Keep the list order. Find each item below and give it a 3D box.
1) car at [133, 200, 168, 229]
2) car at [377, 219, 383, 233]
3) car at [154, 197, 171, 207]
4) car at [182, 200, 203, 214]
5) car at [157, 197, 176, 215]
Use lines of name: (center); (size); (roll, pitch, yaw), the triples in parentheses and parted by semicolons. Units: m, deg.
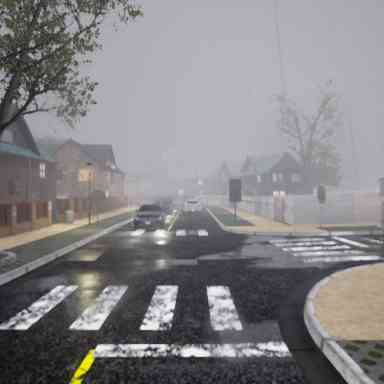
car: (-2.663, 1.510, 21.448); (1.812, 1.442, 4.674); (0, 0, -3)
car: (10.448, 1.235, 14.135); (4.674, 1.442, 1.812); (-1, 0, 0)
car: (-4.841, 1.564, 53.922); (1.812, 1.442, 4.674); (0, 0, -16)
car: (0.071, 1.499, 34.134); (1.812, 1.442, 4.674); (0, 0, 0)
car: (-2.922, 1.538, 33.355); (1.994, 1.385, 4.181); (0, 0, -1)
